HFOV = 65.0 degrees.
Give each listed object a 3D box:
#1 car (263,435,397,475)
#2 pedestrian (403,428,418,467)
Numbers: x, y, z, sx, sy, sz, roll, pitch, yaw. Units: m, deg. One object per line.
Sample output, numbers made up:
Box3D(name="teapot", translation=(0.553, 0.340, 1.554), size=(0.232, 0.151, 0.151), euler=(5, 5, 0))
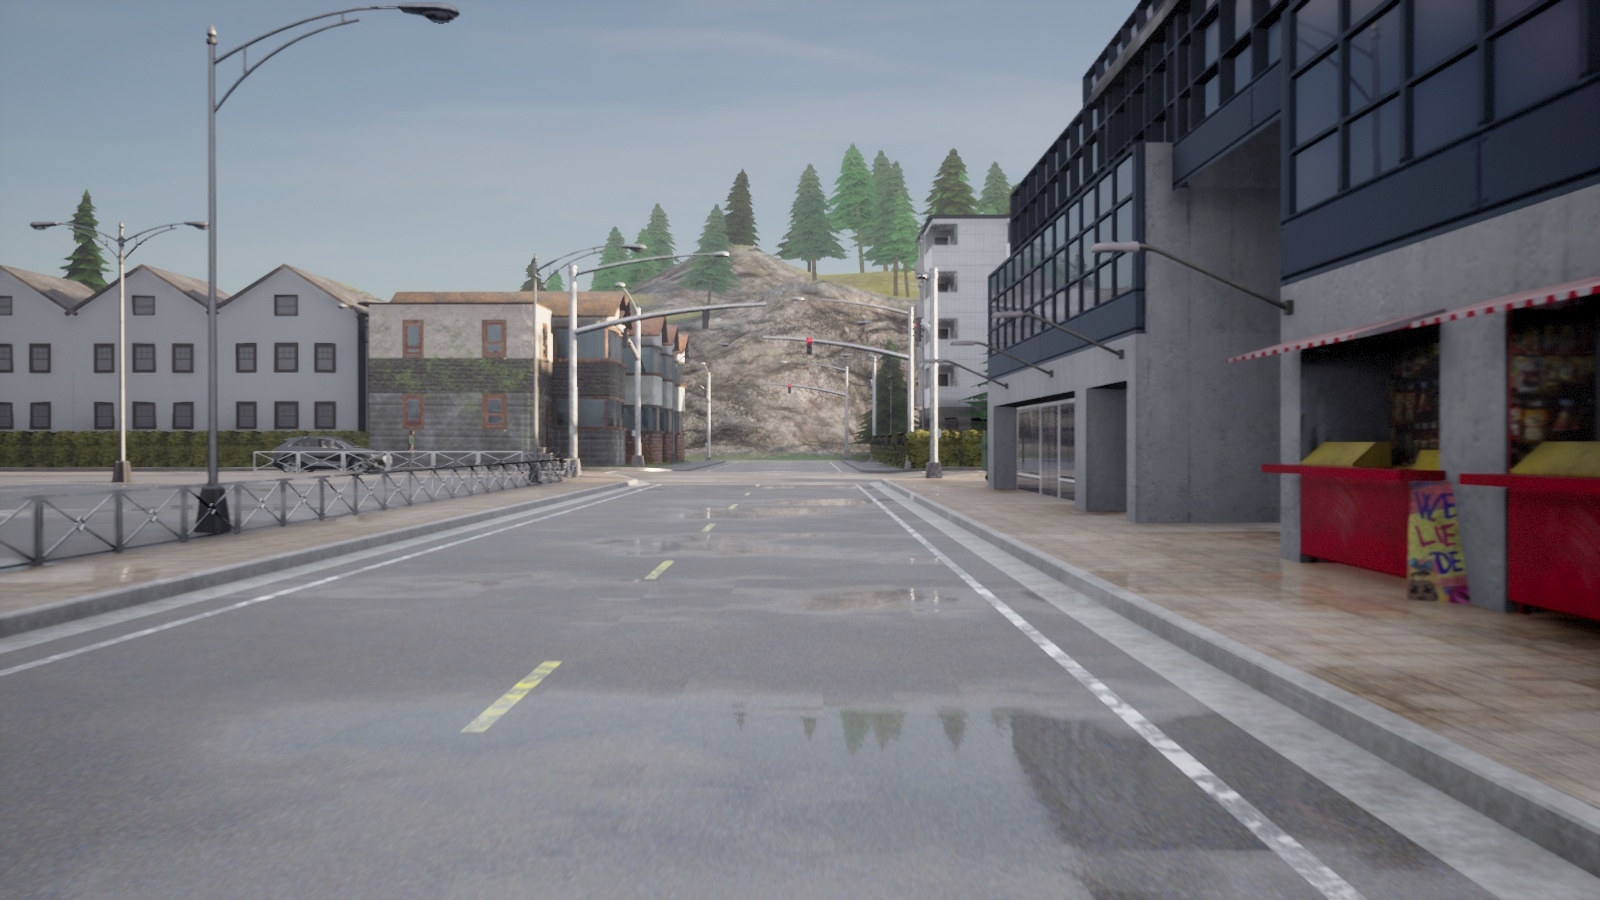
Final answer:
Box3D(name="car", translation=(-19.703, 0.187, 52.799), size=(4.856, 1.649, 2.033), euler=(0, 0, 0))
Box3D(name="pedestrian", translation=(-18.700, -0.128, 60.358), size=(0.614, 1.847, 0.353), euler=(0, 0, 0))
